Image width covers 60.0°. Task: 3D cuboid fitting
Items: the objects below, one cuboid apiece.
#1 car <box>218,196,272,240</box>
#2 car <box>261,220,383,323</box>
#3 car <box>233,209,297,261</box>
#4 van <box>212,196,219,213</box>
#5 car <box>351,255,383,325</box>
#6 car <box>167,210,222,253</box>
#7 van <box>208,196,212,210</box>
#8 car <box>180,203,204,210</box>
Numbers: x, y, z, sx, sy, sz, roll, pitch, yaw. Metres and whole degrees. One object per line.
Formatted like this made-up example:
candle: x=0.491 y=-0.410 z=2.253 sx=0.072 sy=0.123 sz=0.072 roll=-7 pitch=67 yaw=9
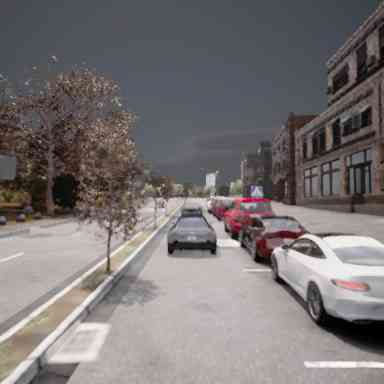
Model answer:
car: x=3.049 y=1.389 z=18.301 sx=2.435 sy=2.045 sz=5.566 roll=0 pitch=0 yaw=0
car: x=3.050 y=1.588 z=7.175 sx=2.002 sy=1.452 sz=4.674 roll=0 pitch=0 yaw=0
car: x=3.049 y=1.626 z=12.753 sx=2.163 sy=1.488 sz=4.792 roll=0 pitch=-1 yaw=0
van: x=3.048 y=1.497 z=29.481 sx=1.878 sy=1.987 sz=4.442 roll=0 pitch=0 yaw=0
car: x=3.049 y=1.526 z=1.659 sx=2.163 sy=1.488 sz=4.792 roll=0 pitch=-1 yaw=0
car: x=0.005 y=1.693 z=14.291 sx=1.994 sy=1.385 sz=4.181 roll=0 pitch=0 yaw=0
van: x=3.048 y=1.533 z=35.028 sx=1.878 sy=1.987 sz=4.442 roll=0 pitch=0 yaw=0
car: x=0.004 y=1.750 z=29.329 sx=1.837 sy=1.490 sz=4.892 roll=0 pitch=0 yaw=0
